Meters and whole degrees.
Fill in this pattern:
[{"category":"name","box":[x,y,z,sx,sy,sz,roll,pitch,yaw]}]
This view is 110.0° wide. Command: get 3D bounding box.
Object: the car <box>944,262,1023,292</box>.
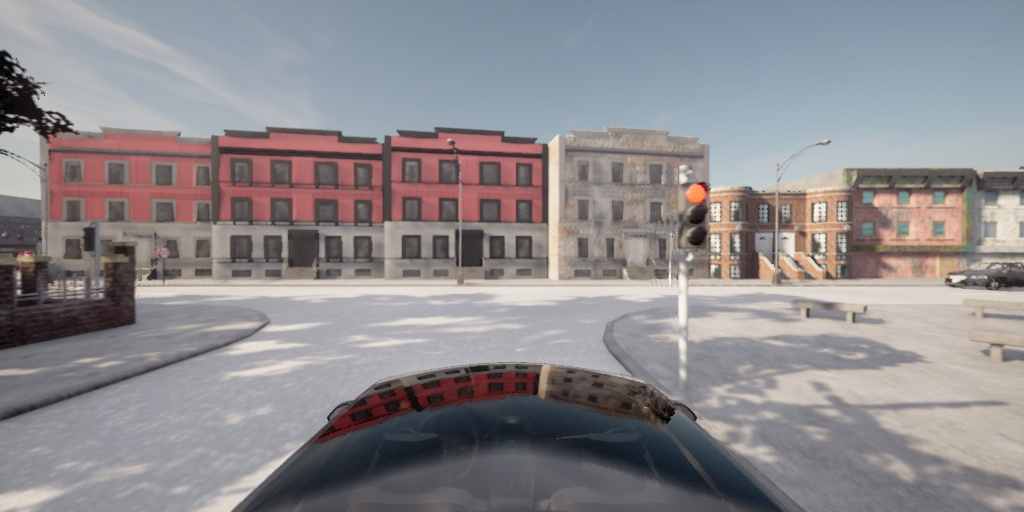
[{"category":"car","box":[26.604,1.089,19.473,4.902,1.511,2.128,0,0,0]}]
